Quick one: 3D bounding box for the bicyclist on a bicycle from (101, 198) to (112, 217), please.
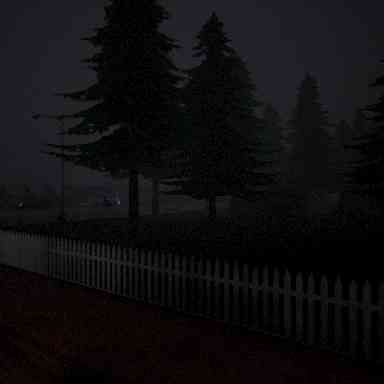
[{"bbox_3d":[-7.164,1.302,27.826,1.656,1.620,0.582,0,0,34],"label":"bicyclist on a bicycle"}]

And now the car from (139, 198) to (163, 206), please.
[{"bbox_3d":[-6.790,1.491,54.083,2.128,1.511,4.902,0,0,35],"label":"car"}]

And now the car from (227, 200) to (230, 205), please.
[{"bbox_3d":[4.672,1.478,51.986,1.882,1.535,5.008,0,0,34],"label":"car"}]

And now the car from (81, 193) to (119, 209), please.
[{"bbox_3d":[-12.526,1.221,45.694,2.150,2.045,5.566,0,0,34],"label":"car"}]

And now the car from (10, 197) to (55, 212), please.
[{"bbox_3d":[-18.020,1.352,37.618,2.097,1.767,4.553,0,0,34],"label":"car"}]
